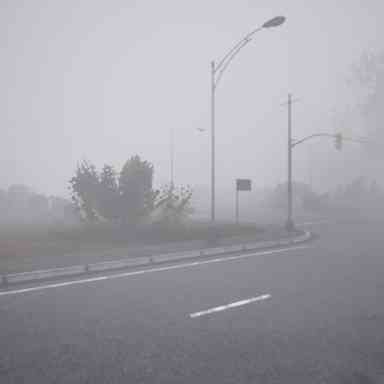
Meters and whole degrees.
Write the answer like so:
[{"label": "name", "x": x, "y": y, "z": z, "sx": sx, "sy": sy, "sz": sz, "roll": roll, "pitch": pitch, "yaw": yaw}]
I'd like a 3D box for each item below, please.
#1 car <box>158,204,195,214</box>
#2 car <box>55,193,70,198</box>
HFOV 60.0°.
[{"label": "car", "x": -1.650, "y": 1.477, "z": 33.845, "sx": 1.837, "sy": 1.490, "sz": 4.892, "roll": 0, "pitch": 0, "yaw": -39}, {"label": "car", "x": -32.346, "y": 1.186, "z": 84.615, "sx": 2.150, "sy": 2.045, "sz": 5.566, "roll": 0, "pitch": 0, "yaw": -36}]
